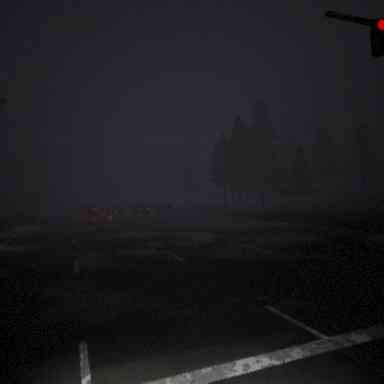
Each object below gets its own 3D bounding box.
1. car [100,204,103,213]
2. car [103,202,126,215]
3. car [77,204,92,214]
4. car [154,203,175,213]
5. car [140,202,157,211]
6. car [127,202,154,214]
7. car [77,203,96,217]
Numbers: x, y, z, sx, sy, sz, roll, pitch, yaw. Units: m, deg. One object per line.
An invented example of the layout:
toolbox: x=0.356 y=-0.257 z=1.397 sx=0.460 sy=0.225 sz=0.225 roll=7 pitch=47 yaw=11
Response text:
car: x=-14.041 y=2.549 z=54.668 sx=2.128 sy=1.511 sz=4.902 roll=-1 pitch=-1 yaw=-20
car: x=-10.573 y=2.368 z=45.087 sx=1.812 sy=1.442 sz=4.674 roll=-1 pitch=-1 yaw=-20
car: x=-17.329 y=2.690 z=53.476 sx=2.033 sy=1.411 sz=5.357 roll=-1 pitch=-1 yaw=-20
car: x=-3.874 y=2.211 z=47.143 sx=2.033 sy=1.411 sz=5.357 roll=-1 pitch=-1 yaw=-20
car: x=-7.461 y=2.413 z=57.052 sx=1.812 sy=1.442 sz=4.674 roll=-1 pitch=-1 yaw=-20
car: x=-7.163 y=2.297 z=45.949 sx=2.033 sy=1.411 sz=5.357 roll=-1 pitch=-1 yaw=-20
car: x=-13.913 y=2.283 z=44.024 sx=2.097 sy=1.767 sz=4.553 roll=-1 pitch=-1 yaw=-20
